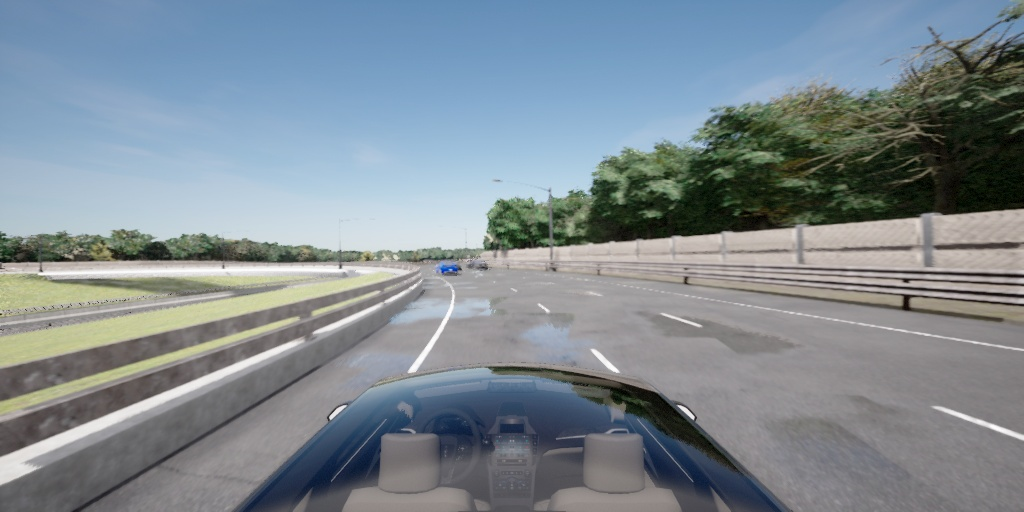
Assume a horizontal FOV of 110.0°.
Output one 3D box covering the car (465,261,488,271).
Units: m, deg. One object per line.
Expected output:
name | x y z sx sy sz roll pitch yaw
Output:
car | -5.246 1.386 53.087 2.033 1.411 5.357 -1 0 -27

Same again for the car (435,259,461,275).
car | -7.585 1.368 41.187 1.882 1.535 5.008 -1 0 -22
